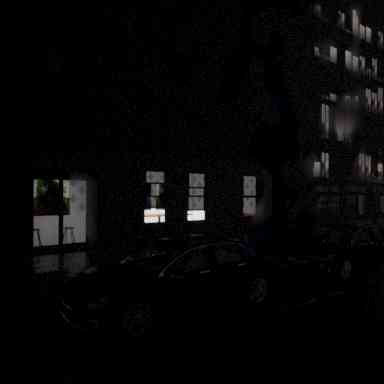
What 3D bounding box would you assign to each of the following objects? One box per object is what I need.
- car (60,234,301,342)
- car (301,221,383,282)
[{"bbox_3d":[-0.191,1.550,6.400,4.403,1.369,2.008,0,0,-35],"label":"car"},{"bbox_3d":[4.443,1.548,9.677,4.403,1.369,2.008,0,0,-35],"label":"car"}]
